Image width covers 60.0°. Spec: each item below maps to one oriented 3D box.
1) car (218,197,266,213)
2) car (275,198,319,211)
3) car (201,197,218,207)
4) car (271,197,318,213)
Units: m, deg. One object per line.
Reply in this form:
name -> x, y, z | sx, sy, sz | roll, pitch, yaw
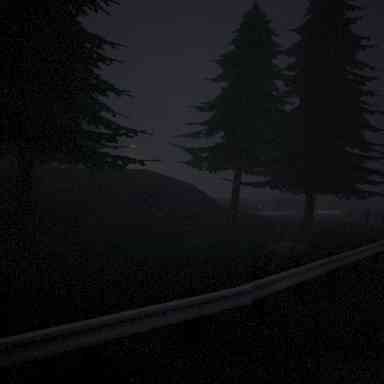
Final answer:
car -> 5.786, 1.503, 37.200 | 4.892, 1.490, 1.837 | 0, 0, 34
car -> 12.878, 1.505, 40.864 | 4.892, 1.490, 1.837 | 0, 0, 34
car -> 4.510, 1.510, 50.723 | 5.357, 1.411, 2.033 | 0, 0, 34
car -> 11.374, 1.352, 37.659 | 4.553, 1.767, 2.097 | 0, 0, 34
